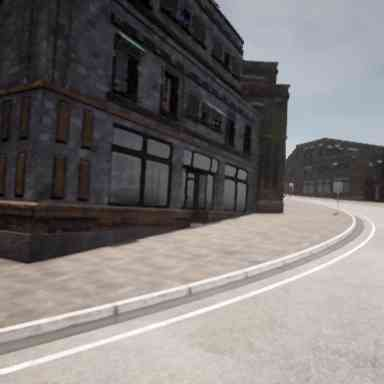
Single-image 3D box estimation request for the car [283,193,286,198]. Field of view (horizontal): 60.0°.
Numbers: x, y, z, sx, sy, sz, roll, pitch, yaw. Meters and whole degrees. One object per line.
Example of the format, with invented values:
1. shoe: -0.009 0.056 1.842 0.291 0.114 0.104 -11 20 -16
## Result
1. car: 15.038 0.231 60.320 2.033 1.411 5.357 4 2 -15
